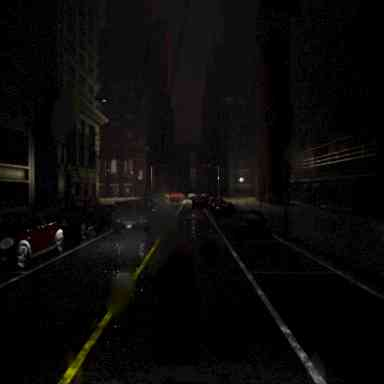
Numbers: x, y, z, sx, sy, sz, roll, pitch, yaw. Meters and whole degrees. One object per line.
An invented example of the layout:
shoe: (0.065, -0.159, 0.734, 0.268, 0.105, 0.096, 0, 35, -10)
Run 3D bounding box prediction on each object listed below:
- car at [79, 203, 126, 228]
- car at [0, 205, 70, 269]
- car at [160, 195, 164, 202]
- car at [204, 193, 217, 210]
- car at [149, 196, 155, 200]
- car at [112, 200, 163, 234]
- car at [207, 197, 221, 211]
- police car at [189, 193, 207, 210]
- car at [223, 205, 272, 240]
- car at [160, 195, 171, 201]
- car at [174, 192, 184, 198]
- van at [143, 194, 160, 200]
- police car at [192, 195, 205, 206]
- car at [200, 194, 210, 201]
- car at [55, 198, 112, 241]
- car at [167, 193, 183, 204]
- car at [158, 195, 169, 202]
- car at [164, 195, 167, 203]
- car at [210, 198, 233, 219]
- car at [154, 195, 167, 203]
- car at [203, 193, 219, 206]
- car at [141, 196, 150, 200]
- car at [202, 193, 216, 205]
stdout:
car: (-5.752, 1.475, 22.002, 1.947, 1.339, 4.313, 0, 0, 0)
car: (-5.759, 1.395, 10.727, 1.967, 1.590, 4.097, 0, 0, 0)
car: (-5.737, 1.329, 50.014, 1.752, 1.417, 4.829, 0, 0, 0)
car: (2.782, 1.283, 38.911, 1.967, 1.590, 4.097, 0, 0, 0)
car: (-5.743, 1.425, 38.912, 1.802, 1.307, 4.206, 0, 0, 0)
car: (-3.088, 1.414, 18.808, 2.128, 1.511, 4.902, 0, 0, 0)
car: (2.779, 1.446, 33.276, 1.802, 1.307, 4.206, 0, 0, 0)
police car: (0.923, 1.264, 40.276, 1.930, 1.638, 5.238, 0, 0, 0)
car: (2.770, 1.514, 16.366, 1.802, 1.307, 4.206, 0, 0, 0)
car: (-5.725, 1.283, 72.731, 2.008, 1.369, 4.403, 0, 0, 0)
car: (-4.391, 0.853, 91.716, 4.553, 1.767, 2.097, 0, 0, 38)
van: (-5.741, 1.164, 44.547, 1.690, 1.788, 3.998, 0, 0, 0)
police car: (0.897, 1.228, 50.276, 1.930, 1.638, 5.238, 0, 0, 0)
car: (2.800, 1.173, 72.727, 1.967, 1.590, 4.097, 0, 0, 0)
car: (-5.756, 1.247, 16.364, 2.192, 1.841, 5.009, 0, 0, 0)
car: (-3.007, 1.375, 59.097, 1.895, 1.301, 4.718, 0, 0, 1)
car: (-5.728, 1.315, 67.094, 1.947, 1.339, 4.313, 0, 0, 0)
car: (-5.734, 1.366, 55.821, 1.802, 1.307, 4.206, 0, 0, 0)
car: (2.776, 1.468, 27.639, 1.802, 1.307, 4.206, 0, 0, 0)
car: (-5.731, 1.332, 61.458, 1.947, 1.339, 4.313, 0, 0, 0)
car: (2.787, 1.118, 50.182, 2.192, 1.841, 5.009, 0, 0, 0)
car: (-5.746, 1.415, 33.274, 2.008, 1.369, 4.403, 0, 0, 0)
car: (2.790, 1.100, 55.818, 2.192, 1.841, 5.009, 0, 0, 0)
